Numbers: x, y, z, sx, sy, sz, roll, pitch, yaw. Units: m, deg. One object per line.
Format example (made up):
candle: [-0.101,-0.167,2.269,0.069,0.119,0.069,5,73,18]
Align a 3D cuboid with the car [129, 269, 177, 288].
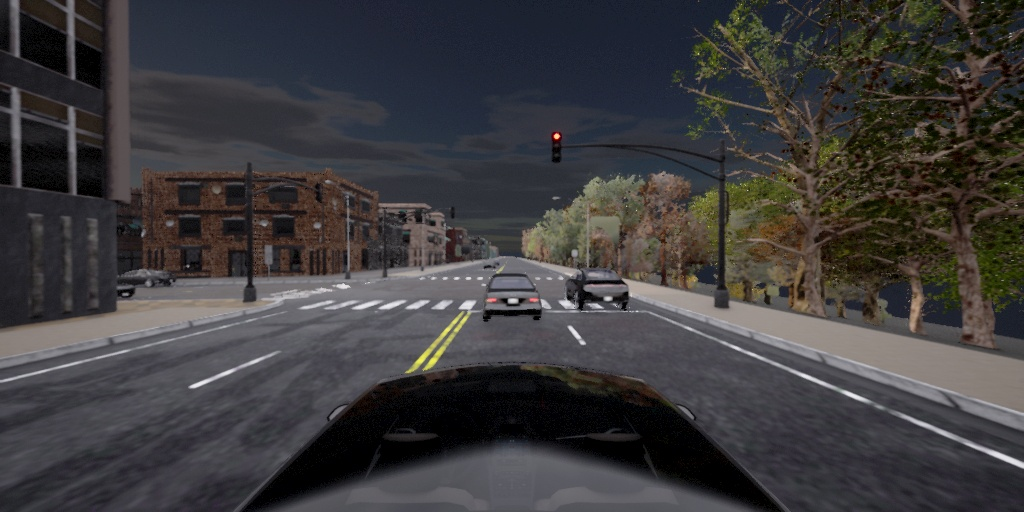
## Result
car: [-28.310,1.685,27.463,4.403,1.370,2.007,0,0,-1]

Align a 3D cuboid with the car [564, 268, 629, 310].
car: [3.319,1.250,14.724,2.128,1.511,4.902,0,0,0]

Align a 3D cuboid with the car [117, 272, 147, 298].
car: [-22.607,1.694,18.938,4.313,1.339,1.948,0,0,-1]

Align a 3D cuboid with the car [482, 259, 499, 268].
car: [-3.366,1.289,54.634,1.837,1.490,4.892,0,0,0]

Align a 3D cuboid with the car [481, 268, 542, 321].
car: [-0.091,1.304,12.545,2.033,1.411,5.357,0,0,-3]
